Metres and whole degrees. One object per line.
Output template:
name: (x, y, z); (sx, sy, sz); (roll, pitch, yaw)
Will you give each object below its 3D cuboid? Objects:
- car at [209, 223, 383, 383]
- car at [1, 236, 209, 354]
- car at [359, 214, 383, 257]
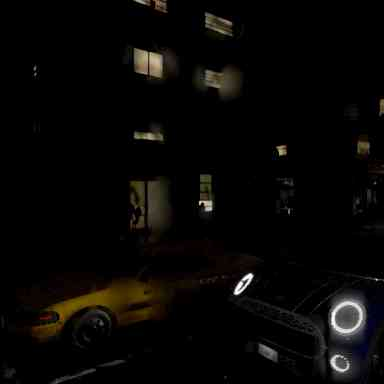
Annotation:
car: (2.748, 1.352, 5.329); (4.553, 1.767, 2.097); (0, 0, -35)
car: (-0.686, 1.525, 6.068); (4.829, 1.417, 1.752); (0, 0, -35)
car: (8.461, 1.550, 12.566); (4.403, 1.369, 2.008); (0, 0, -35)
